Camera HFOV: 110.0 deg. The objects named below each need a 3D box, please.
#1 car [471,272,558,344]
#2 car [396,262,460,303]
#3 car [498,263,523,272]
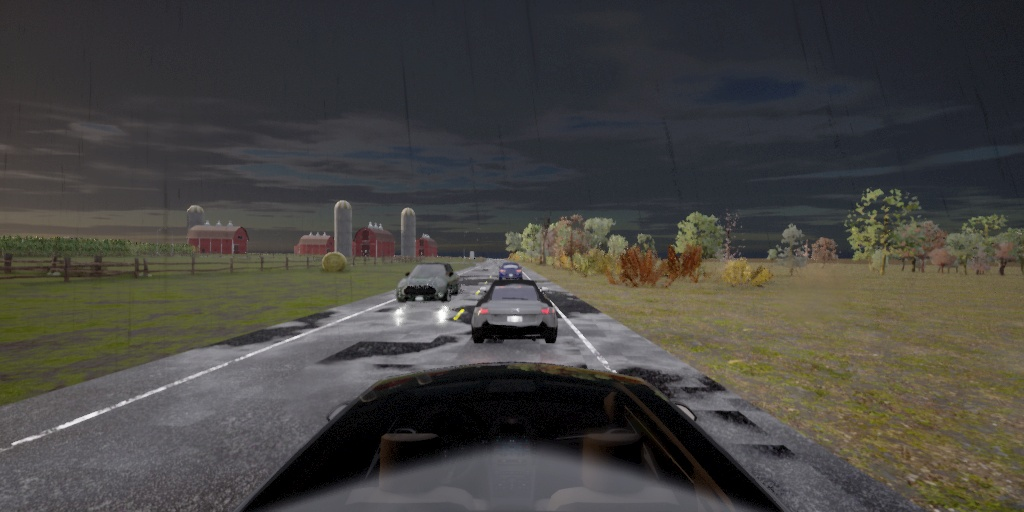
[{"bbox_3d":[0.058,1.311,9.639,1.994,1.385,4.181,0,0,0],"label":"car"},{"bbox_3d":[-3.689,1.096,16.446,2.097,1.767,4.553,0,0,0],"label":"car"},{"bbox_3d":[-0.117,1.268,29.033,1.812,1.442,4.674,0,0,-1],"label":"car"}]
